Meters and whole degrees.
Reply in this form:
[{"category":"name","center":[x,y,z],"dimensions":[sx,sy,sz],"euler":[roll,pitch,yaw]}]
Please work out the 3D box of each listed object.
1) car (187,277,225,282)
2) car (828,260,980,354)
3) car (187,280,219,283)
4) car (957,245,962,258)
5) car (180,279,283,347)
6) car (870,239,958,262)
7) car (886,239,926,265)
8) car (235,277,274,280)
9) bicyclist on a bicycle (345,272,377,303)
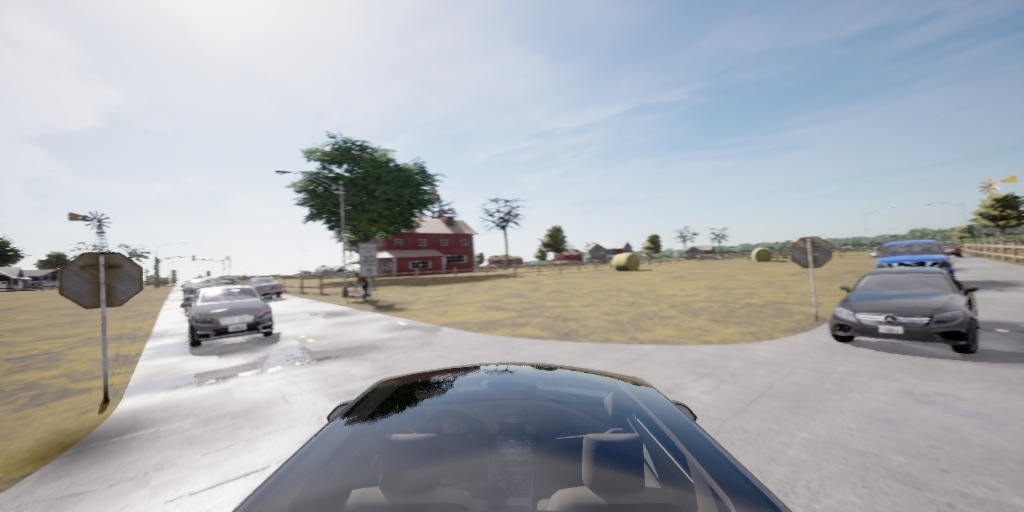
[{"category":"car","center":[-22.632,2.385,26.011],"dimensions":[2.128,1.511,4.902],"euler":[-2,-1,-43]},{"category":"car","center":[8.678,0.993,7.886],"dimensions":[4.674,1.442,1.812],"euler":[-2,-2,-37]},{"category":"car","center":[-15.607,2.124,18.439],"dimensions":[1.895,1.301,4.718],"euler":[-2,-1,-43]},{"category":"car","center":[45.151,-0.702,37.509],"dimensions":[4.553,1.767,2.097],"euler":[-2,-3,-43]},{"category":"car","center":[-8.743,1.662,11.035],"dimensions":[2.128,1.511,4.902],"euler":[-2,0,-43]},{"category":"car","center":[17.804,0.325,16.016],"dimensions":[5.566,2.045,2.150],"euler":[-2,-3,-43]},{"category":"car","center":[35.605,-0.346,32.440],"dimensions":[5.566,2.045,2.150],"euler":[-2,-3,-42]},{"category":"car","center":[-17.015,2.174,24.285],"dimensions":[2.033,1.411,5.357],"euler":[-2,-1,-43]},{"category":"bicyclist on a bicycle","center":[-8.007,1.652,19.036],"dimensions":[1.656,1.620,0.582],"euler":[-2,-1,-43]}]
